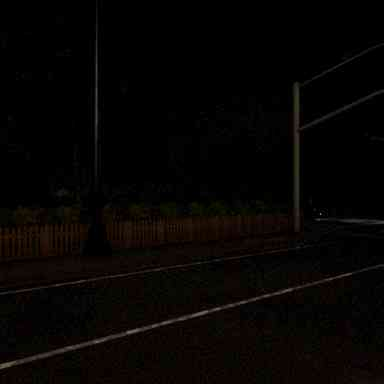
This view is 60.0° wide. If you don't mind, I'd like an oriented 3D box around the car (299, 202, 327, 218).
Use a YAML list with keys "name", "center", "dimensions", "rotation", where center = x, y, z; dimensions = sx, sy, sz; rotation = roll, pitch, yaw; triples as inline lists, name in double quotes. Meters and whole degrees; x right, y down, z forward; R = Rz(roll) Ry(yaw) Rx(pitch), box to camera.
- name: "car"
  center: [9.856, 1.601, 30.557]
  dimensions: [1.895, 1.301, 4.718]
  rotation: [0, 0, -35]
